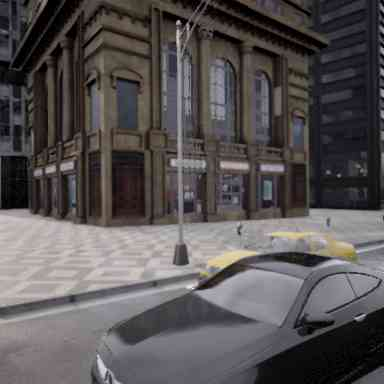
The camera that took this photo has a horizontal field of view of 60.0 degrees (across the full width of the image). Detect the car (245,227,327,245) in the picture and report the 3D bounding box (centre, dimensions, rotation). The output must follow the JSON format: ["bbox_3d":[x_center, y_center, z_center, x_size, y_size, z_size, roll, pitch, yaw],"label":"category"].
[{"bbox_3d":[2.429,1.613,8.576,4.829,1.417,1.752,0,-1,-37],"label":"car"}]

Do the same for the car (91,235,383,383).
[{"bbox_3d":[1.137,1.568,4.229,4.674,1.442,1.812,0,-1,-36],"label":"car"}]
